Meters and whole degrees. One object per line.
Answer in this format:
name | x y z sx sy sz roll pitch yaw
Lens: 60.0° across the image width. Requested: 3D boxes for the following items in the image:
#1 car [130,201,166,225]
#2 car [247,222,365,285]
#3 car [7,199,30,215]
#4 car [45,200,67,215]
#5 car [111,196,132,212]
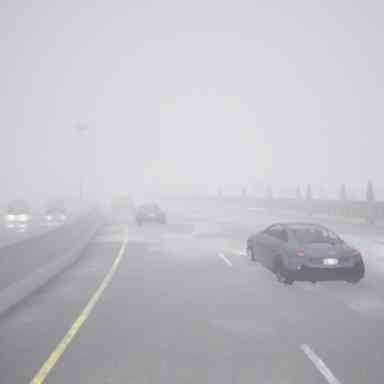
car | -3.074 1.512 23.689 1.994 1.385 4.181 0 0 -13
car | 2.946 1.530 9.478 1.994 1.385 4.181 0 0 -5
car | -17.921 1.459 34.558 2.128 1.511 4.902 0 0 -23
car | -13.640 1.504 33.455 2.033 1.411 5.357 0 0 -22
car | -8.154 1.277 38.813 2.097 1.767 4.553 0 0 -22
